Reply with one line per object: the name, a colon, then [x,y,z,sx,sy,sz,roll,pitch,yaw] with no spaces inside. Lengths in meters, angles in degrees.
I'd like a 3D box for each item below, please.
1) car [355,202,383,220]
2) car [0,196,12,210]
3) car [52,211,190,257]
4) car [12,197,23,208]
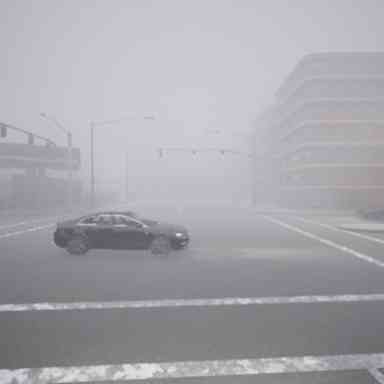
car: [16.372,1.492,27.175,5.357,1.411,2.033,0,0,0]
car: [-23.303,1.219,37.108,4.611,1.667,2.242,0,0,1]
car: [-2.532,1.472,12.228,4.902,1.511,2.128,0,0,0]
car: [-24.018,1.368,42.860,3.806,1.475,1.970,0,0,1]
